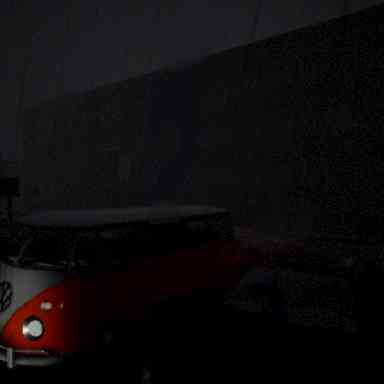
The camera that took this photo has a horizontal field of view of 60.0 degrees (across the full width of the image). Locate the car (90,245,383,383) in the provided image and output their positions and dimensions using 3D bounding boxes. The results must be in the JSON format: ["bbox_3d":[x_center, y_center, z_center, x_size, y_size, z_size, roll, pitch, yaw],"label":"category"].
[{"bbox_3d":[1.367,1.518,4.021,2.002,1.452,4.674,0,0,35],"label":"car"}]

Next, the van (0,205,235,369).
[{"bbox_3d":[-1.003,1.246,5.563,1.878,1.987,4.442,0,0,35],"label":"van"}]
